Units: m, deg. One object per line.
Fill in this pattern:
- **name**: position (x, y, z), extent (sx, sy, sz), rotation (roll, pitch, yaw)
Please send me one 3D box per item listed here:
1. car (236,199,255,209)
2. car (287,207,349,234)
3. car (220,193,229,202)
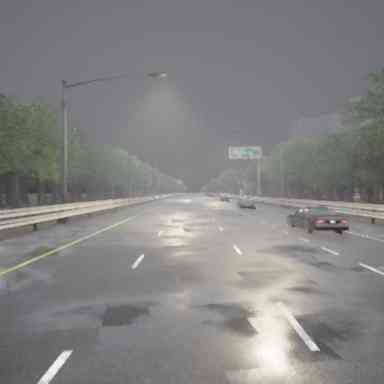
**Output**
- **car**: position (7.125, 1.559, 44.384), extent (1.994, 1.385, 4.181), rotation (0, 0, 0)
- **car**: position (7.026, 1.548, 19.110), extent (2.033, 1.411, 5.357), rotation (0, 0, 0)
- **car**: position (7.318, 1.481, 75.513), extent (1.812, 1.442, 4.674), rotation (0, 0, 0)
